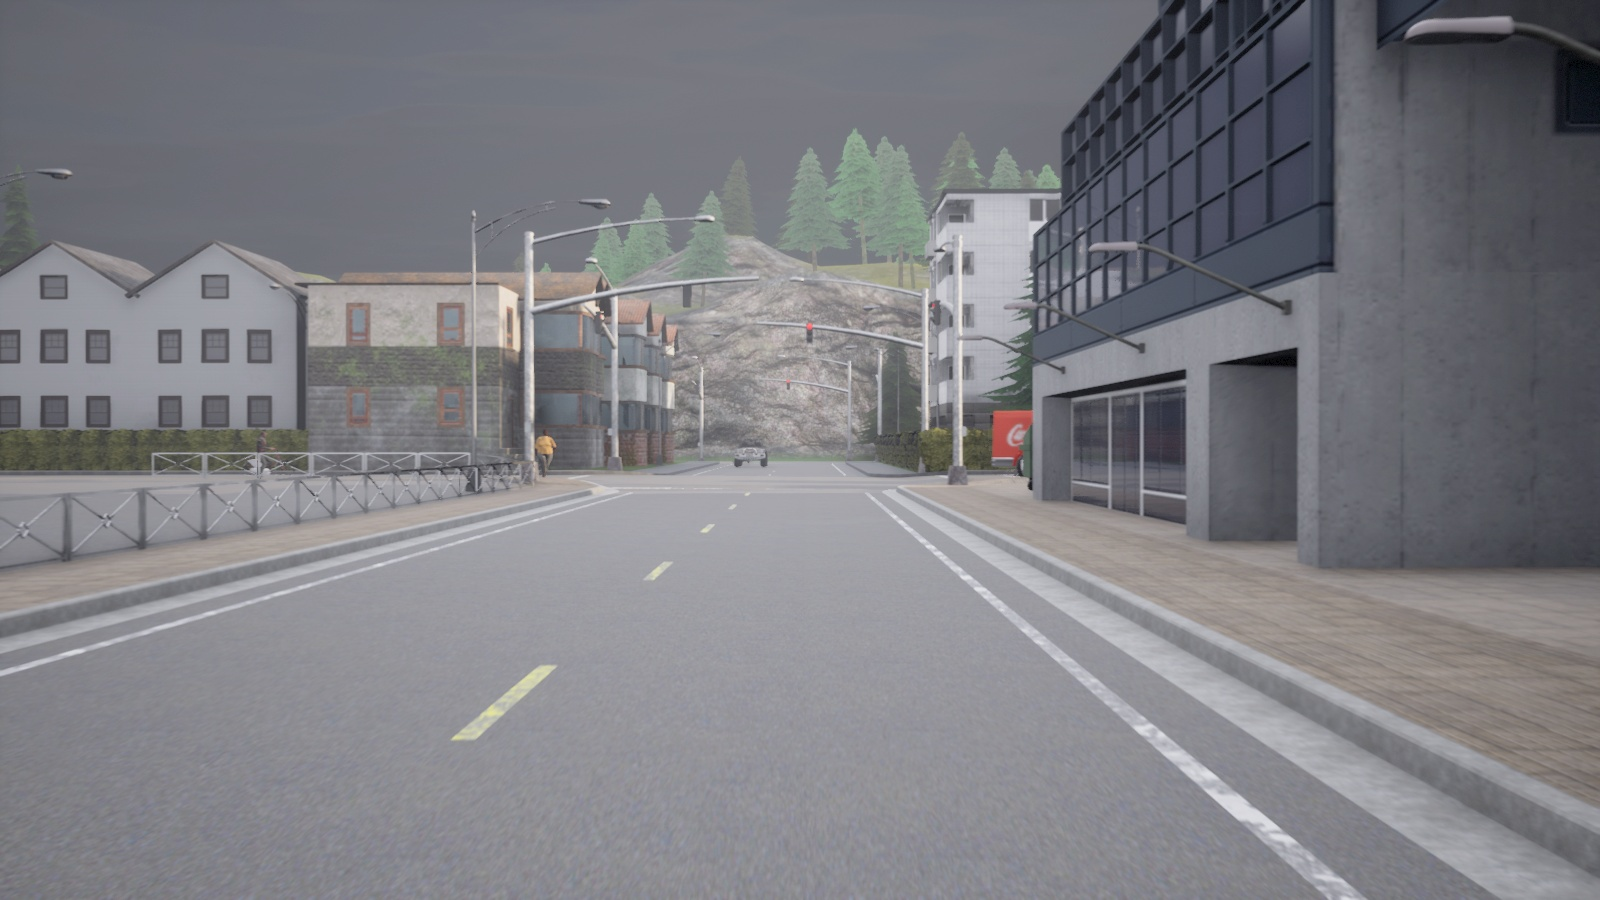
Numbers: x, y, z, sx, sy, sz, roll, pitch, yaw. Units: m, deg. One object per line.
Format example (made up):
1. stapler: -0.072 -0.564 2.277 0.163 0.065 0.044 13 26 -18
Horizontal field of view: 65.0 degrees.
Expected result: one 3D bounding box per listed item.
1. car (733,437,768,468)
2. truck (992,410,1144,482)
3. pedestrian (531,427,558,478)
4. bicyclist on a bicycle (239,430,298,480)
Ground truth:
1. car: -3.044 0.120 78.178 1.932 1.855 4.605 0 0 1
2. truck: 9.752 -0.176 45.526 5.204 2.467 2.627 1 1 15
3. pedestrian: -9.435 0.099 46.328 0.874 1.855 0.900 0 0 -18
4. bicyclist on a bicycle: -19.185 0.170 45.329 1.843 1.776 0.659 0 0 0
